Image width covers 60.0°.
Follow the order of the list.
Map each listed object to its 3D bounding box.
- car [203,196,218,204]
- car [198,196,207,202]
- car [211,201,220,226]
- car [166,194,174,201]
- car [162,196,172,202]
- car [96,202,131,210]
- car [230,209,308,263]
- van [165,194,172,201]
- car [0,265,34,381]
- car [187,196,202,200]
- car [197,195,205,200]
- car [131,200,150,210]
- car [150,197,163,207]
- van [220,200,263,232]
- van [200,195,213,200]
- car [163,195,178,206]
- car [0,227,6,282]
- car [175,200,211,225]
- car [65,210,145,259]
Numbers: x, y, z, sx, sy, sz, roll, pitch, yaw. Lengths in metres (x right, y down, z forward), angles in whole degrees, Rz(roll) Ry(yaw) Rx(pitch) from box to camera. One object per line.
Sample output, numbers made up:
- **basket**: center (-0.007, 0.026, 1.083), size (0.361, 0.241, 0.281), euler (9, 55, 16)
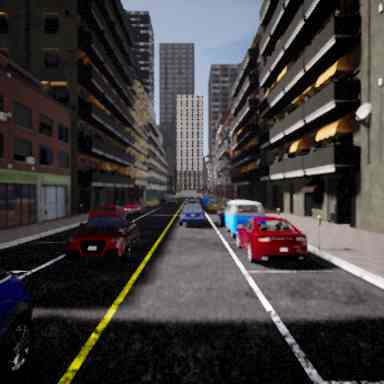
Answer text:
- **car**: center (2.592, 1.532, 39.641), size (1.752, 1.417, 4.829), euler (-1, 0, 0)
- **car**: center (2.502, 1.581, 78.134), size (2.008, 1.369, 4.403), euler (-1, 0, 0)
- **car**: center (2.632, 1.567, 22.901), size (1.947, 1.339, 4.313), euler (-1, 0, 0)
- **car**: center (-5.905, 1.485, 89.175), size (1.967, 1.590, 4.097), euler (-1, 0, 0)
- **car**: center (-5.879, 1.580, 78.129), size (1.887, 1.381, 4.507), euler (-1, 0, 0)
- **car**: center (-5.749, 1.552, 22.894), size (1.887, 1.381, 4.507), euler (-1, 0, 0)
- **car**: center (2.657, 1.544, 11.854), size (1.887, 1.381, 4.507), euler (-1, 0, 0)
- **van**: center (-5.893, 1.381, 83.652), size (1.690, 1.788, 3.998), euler (-1, 0, 0)
- **car**: center (-3.102, 1.354, 2.413), size (2.097, 1.767, 4.553), euler (0, 0, 0)
- **car**: center (-0.003, 1.612, 45.592), size (1.895, 1.301, 4.718), euler (0, 0, 0)
- **car**: center (2.464, 1.595, 94.705), size (2.008, 1.369, 4.403), euler (-1, 0, 0)
- **car**: center (-5.775, 1.592, 33.941), size (1.802, 1.307, 4.206), euler (-1, 0, 0)
- **car**: center (-5.814, 1.543, 50.341), size (1.752, 1.417, 4.829), euler (-1, 0, 0)
- **van**: center (2.643, 1.342, 17.377), size (1.690, 1.788, 3.998), euler (-1, 0, 0)
- **van**: center (2.565, 1.354, 50.518), size (1.690, 1.788, 3.998), euler (-1, 0, 0)
- **car**: center (-3.177, 1.565, 54.136), size (2.033, 1.411, 5.357), euler (0, 0, 0)
- **car**: center (-5.711, 1.570, 6.323), size (1.947, 1.339, 4.313), euler (0, 0, 0)
- **car**: center (0.043, 1.550, 23.833), size (2.033, 1.411, 5.357), euler (0, 0, 0)
- **car**: center (-3.124, 1.567, 12.405), size (1.994, 1.385, 4.181), euler (0, 0, 0)
